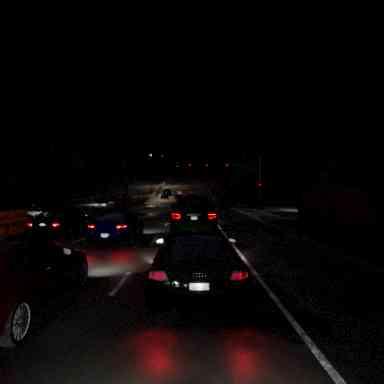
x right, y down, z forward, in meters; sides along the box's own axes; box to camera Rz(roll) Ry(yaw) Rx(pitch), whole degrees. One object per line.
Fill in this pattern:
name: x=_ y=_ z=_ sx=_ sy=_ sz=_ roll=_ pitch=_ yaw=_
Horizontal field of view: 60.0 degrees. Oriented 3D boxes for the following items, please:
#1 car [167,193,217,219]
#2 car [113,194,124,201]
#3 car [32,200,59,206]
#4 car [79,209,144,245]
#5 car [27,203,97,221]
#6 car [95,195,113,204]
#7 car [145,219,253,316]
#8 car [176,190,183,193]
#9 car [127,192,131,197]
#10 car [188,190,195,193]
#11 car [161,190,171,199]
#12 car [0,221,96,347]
car: x=0.093 y=1.221 z=17.016 sx=2.150 sy=2.045 sz=5.566 roll=0 pitch=0 yaw=0
car: x=-17.575 y=1.460 z=75.809 sx=1.837 sy=1.490 sz=4.892 roll=0 pitch=0 yaw=0
car: x=-17.618 y=1.601 z=40.586 sx=1.895 sy=1.301 sz=4.718 roll=0 pitch=0 yaw=0
car: x=-3.407 y=1.526 z=15.299 sx=1.812 sy=1.442 sz=4.674 roll=0 pitch=0 yaw=0
car: x=-6.898 y=1.547 z=17.751 sx=2.033 sy=1.411 sz=5.357 roll=0 pitch=0 yaw=-1
car: x=-17.549 y=1.601 z=65.319 sx=1.895 sy=1.301 sz=4.718 roll=0 pitch=0 yaw=0
car: x=0.103 y=1.564 z=7.612 sx=1.994 sy=1.385 sz=4.181 roll=0 pitch=0 yaw=-1
car: x=-3.642 y=1.070 z=87.113 sx=1.812 sy=1.442 sz=4.674 roll=0 pitch=3 yaw=0
car: x=-17.660 y=0.813 z=90.098 sx=2.033 sy=1.411 sz=5.357 roll=0 pitch=3 yaw=0
car: x=-0.145 y=1.000 z=87.522 sx=1.882 sy=1.535 sz=5.008 roll=0 pitch=3 yaw=0
car: x=-7.142 y=1.070 z=87.093 sx=1.812 sy=1.442 sz=4.674 roll=0 pitch=3 yaw=0
car: x=-3.408 y=1.526 z=6.170 sx=1.812 sy=1.442 sz=4.674 roll=0 pitch=0 yaw=0
